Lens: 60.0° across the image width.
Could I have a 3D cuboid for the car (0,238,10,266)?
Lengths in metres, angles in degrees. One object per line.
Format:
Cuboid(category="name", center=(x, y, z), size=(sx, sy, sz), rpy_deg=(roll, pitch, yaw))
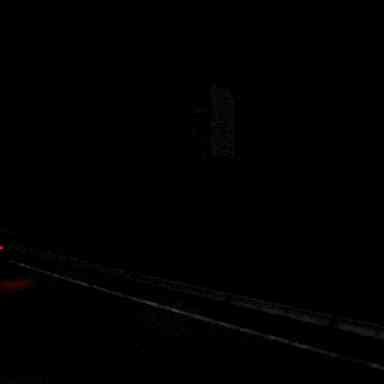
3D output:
Cuboid(category="car", center=(-7.374, 1.554, 10.011), size=(5.357, 1.411, 2.033), rpy_deg=(0, 0, 41))
